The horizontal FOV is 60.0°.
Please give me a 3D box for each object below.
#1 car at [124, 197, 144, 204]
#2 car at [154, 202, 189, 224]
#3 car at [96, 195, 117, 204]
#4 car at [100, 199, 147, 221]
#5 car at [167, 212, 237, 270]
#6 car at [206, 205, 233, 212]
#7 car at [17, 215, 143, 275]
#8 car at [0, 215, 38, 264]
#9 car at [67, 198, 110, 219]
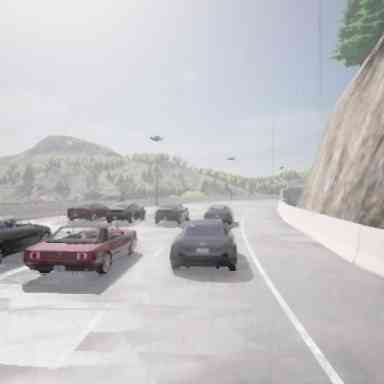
[{"bbox_3d":[-11.710,1.717,67.287,1.895,1.301,4.718,0,0,20],"label":"car"},{"bbox_3d":[-1.443,1.551,24.978,1.837,1.490,4.892,0,0,10],"label":"car"},{"bbox_3d":[-18.039,1.482,70.303,2.097,1.767,4.553,0,0,20],"label":"car"},{"bbox_3d":[-4.915,1.552,25.432,1.837,1.490,4.892,0,0,10],"label":"car"},{"bbox_3d":[0.464,1.585,11.135,1.994,1.385,4.181,0,0,5],"label":"car"},{"bbox_3d":[2.029,1.609,24.511,1.994,1.385,4.181,0,0,10],"label":"car"},{"bbox_3d":[-3.109,1.620,10.476,1.895,1.301,4.718,0,0,5],"label":"car"},{"bbox_3d":[-6.551,1.512,11.248,2.128,1.511,4.902,0,0,5],"label":"car"},{"bbox_3d":[-8.187,1.526,27.035,1.882,1.535,5.008,0,0,10],"label":"car"}]
